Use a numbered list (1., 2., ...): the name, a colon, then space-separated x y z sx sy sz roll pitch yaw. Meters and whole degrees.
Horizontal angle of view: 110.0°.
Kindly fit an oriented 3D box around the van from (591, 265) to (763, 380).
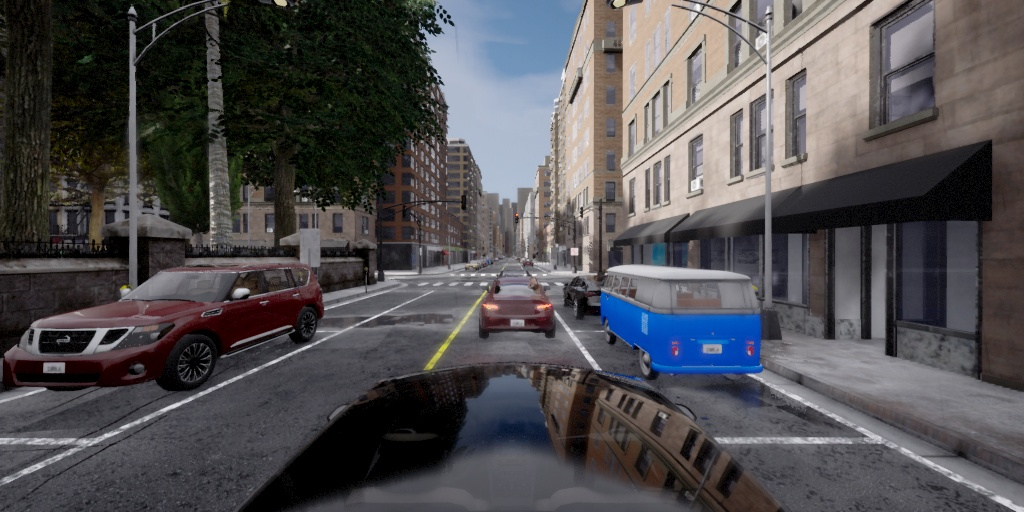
1. van: 2.869 1.090 6.968 1.690 1.789 3.998 0 0 0

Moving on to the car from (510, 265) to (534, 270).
1. car: 0.116 1.345 18.831 1.895 1.301 4.718 0 0 -1

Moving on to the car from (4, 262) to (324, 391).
1. car: -5.656 1.064 6.948 2.192 1.841 5.009 0 0 0

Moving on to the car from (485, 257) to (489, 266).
1. car: -5.525 1.265 61.538 1.888 1.381 4.507 0 0 0

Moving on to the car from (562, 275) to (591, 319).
1. car: 2.883 1.313 12.628 1.948 1.339 4.313 0 0 0

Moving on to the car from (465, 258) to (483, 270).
1. car: -5.552 1.248 50.467 1.751 1.417 4.829 0 0 0

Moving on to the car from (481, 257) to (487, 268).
1. car: -5.538 1.271 56.087 2.007 1.370 4.403 0 0 0

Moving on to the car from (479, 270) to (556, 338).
1. car: 0.125 1.274 10.009 1.812 1.442 4.674 0 0 0
